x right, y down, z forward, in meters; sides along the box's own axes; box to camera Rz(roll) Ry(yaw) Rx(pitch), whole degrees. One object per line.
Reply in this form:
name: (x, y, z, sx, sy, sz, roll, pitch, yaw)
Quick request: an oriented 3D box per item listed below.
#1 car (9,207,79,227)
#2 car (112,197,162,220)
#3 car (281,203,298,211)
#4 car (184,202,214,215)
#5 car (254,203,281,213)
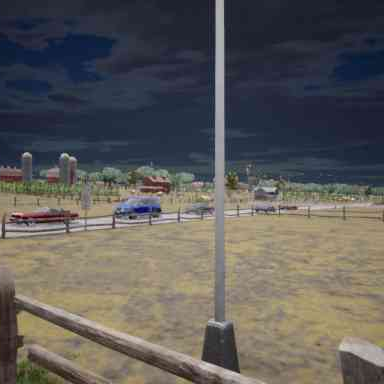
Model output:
car: (-11.130, 1.805, 25.188, 1.895, 1.301, 4.718, 2, 0, 36)
car: (-5.326, 1.586, 33.179, 2.150, 2.045, 5.566, 2, 1, 34)
car: (17.571, 2.677, 59.893, 1.895, 1.301, 4.718, 2, 0, 36)
car: (0.937, 2.056, 41.866, 1.837, 1.490, 4.892, 2, 0, 36)
car: (11.396, 2.430, 51.360, 2.033, 1.411, 5.357, 2, 0, 36)
